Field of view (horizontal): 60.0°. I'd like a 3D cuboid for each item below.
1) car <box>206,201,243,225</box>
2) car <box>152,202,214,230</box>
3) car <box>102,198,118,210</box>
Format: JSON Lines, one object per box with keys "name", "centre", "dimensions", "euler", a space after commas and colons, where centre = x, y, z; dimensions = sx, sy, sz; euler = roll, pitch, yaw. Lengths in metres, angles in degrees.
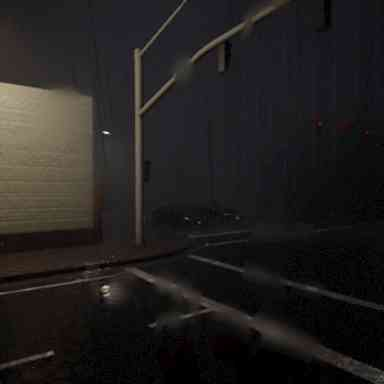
{"name": "car", "centre": [1.567, 1.438, 23.779], "dimensions": [2.128, 1.511, 4.902], "euler": [-1, 0, -36]}
{"name": "car", "centre": [-0.915, 1.498, 21.233], "dimensions": [1.812, 1.442, 4.674], "euler": [-1, 0, -36]}
{"name": "car", "centre": [-10.830, 1.440, 41.183], "dimensions": [2.128, 1.511, 4.902], "euler": [-1, 0, -35]}
